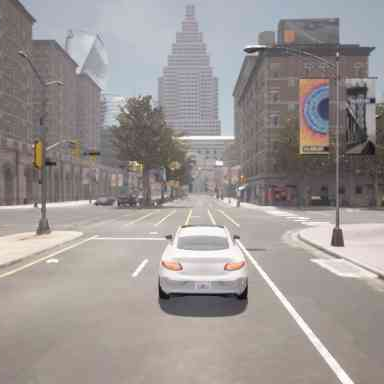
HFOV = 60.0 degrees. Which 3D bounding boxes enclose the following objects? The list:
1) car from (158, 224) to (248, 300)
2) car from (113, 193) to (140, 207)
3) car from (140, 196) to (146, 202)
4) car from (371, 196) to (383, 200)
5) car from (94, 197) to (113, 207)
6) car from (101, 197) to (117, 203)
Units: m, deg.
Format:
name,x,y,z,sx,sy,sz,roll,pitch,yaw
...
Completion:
name,x,y,z,sx,sy,sz,roll,pitch,yaw
car,0.266,1.526,8.303,1.812,1.442,4.674,0,0,2
car,-10.373,1.221,53.081,2.150,2.045,5.566,0,0,2
car,-9.929,1.554,68.490,1.994,1.385,4.181,0,0,1
car,36.007,1.480,67.556,2.231,1.521,4.892,0,0,1
car,-13.882,1.547,52.694,2.033,1.411,5.357,0,0,1
car,-16.705,1.594,67.376,1.895,1.301,4.718,0,0,1
